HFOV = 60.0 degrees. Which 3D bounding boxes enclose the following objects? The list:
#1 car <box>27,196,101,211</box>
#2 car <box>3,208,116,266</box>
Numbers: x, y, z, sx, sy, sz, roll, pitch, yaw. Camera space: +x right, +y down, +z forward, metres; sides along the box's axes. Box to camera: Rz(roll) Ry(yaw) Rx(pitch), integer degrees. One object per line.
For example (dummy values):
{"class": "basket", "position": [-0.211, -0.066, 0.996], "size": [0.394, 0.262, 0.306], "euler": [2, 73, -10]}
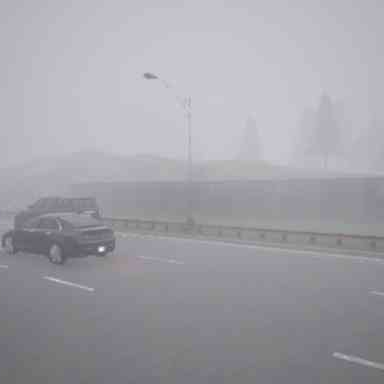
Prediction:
{"class": "car", "position": [-7.150, 1.233, 17.696], "size": [5.566, 2.045, 2.150], "euler": [0, 0, 36]}
{"class": "car", "position": [-4.769, 1.512, 11.695], "size": [4.892, 1.490, 1.837], "euler": [0, 0, 36]}
